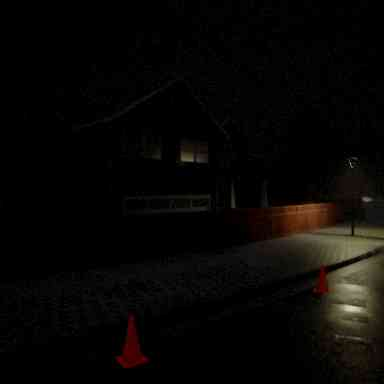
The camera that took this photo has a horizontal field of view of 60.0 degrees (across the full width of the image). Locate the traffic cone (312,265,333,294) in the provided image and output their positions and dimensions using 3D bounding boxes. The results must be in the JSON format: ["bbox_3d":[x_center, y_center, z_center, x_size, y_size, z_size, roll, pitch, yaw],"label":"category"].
[{"bbox_3d":[2.950,1.950,7.504,0.340,0.580,0.340,0,0,-41],"label":"traffic cone"}]

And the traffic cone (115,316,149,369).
[{"bbox_3d":[-0.807,1.954,4.444,0.340,0.580,0.340,0,0,-37],"label":"traffic cone"}]
